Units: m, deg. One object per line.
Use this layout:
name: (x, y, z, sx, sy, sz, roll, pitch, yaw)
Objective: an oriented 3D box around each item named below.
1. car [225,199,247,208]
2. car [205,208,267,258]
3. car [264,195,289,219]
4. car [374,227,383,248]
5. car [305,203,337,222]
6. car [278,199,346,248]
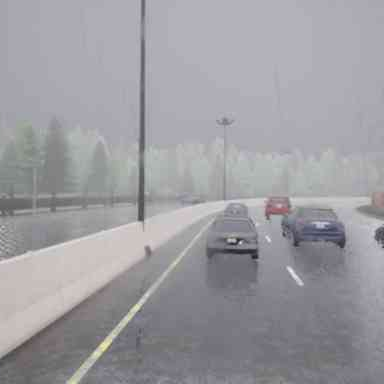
car: (3.728, 1.607, 27.761, 2.033, 1.411, 5.357, 1, 0, 11)
car: (1.587, 1.574, 12.921, 2.033, 1.411, 5.357, 1, 0, 8)
car: (7.734, 1.321, 29.881, 2.150, 2.045, 5.566, 0, 0, 12)
car: (8.531, 1.635, 12.024, 2.033, 1.411, 5.357, 1, 0, 8)
car: (11.146, 1.728, 29.091, 1.895, 1.301, 4.718, 0, 0, 12)
car: (5.485, 1.416, 15.539, 2.097, 1.767, 4.553, 1, 0, 8)
